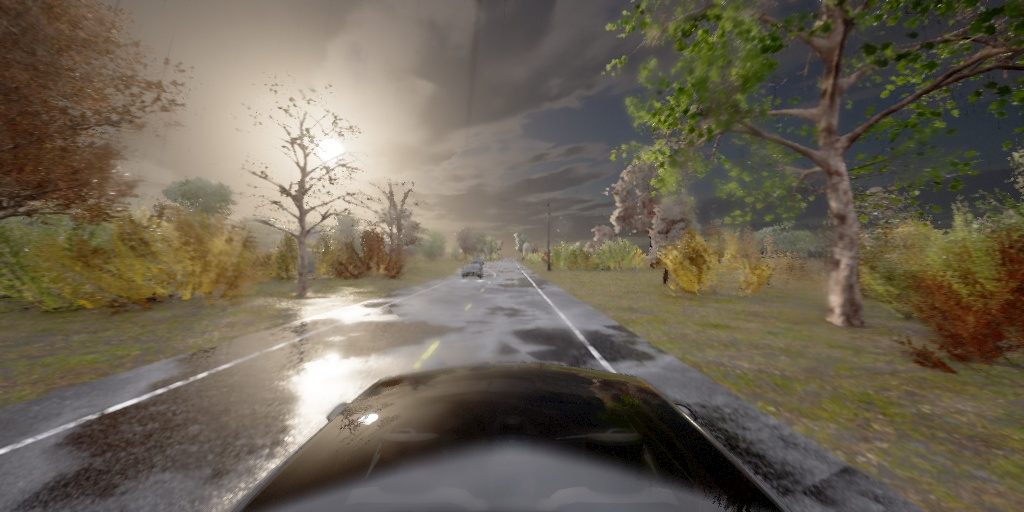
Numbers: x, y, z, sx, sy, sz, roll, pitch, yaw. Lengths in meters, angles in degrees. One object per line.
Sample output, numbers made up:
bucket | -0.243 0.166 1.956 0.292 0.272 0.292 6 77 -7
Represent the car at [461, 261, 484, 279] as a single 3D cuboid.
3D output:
car | -3.756 1.447 34.795 1.837 1.490 4.892 0 -1 -1
